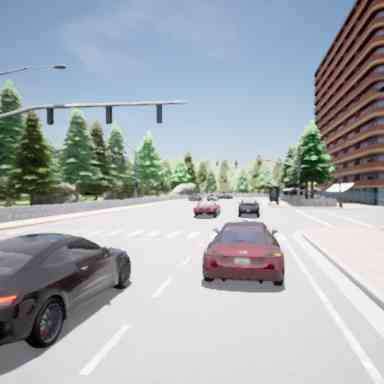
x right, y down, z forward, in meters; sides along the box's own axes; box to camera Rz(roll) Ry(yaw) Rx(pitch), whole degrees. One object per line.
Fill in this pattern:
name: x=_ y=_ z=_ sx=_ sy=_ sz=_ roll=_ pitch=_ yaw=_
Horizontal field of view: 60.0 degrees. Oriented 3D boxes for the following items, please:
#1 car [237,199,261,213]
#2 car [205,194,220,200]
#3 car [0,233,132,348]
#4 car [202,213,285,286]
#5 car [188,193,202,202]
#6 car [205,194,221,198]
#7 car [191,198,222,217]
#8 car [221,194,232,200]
car: x=5.129 y=1.361 z=30.007 sx=2.128 sy=1.511 sz=4.902 roll=0 pitch=0 yaw=10
car: x=4.948 y=1.142 z=80.272 sx=1.895 sy=1.301 sz=4.718 roll=0 pitch=0 yaw=26
car: x=-2.661 y=1.486 z=6.204 sx=1.812 sy=1.442 sz=4.674 roll=0 pitch=0 yaw=10
car: x=1.478 y=1.511 z=9.419 sx=1.994 sy=1.385 sz=4.181 roll=0 pitch=0 yaw=10
car: x=0.601 y=0.979 z=65.386 sx=2.097 sy=1.767 sz=4.553 roll=0 pitch=0 yaw=10
car: x=3.795 y=1.243 z=63.398 sx=1.895 sy=1.301 sz=4.718 roll=0 pitch=0 yaw=11
car: x=1.404 y=1.462 z=29.038 sx=1.895 sy=1.301 sz=4.718 roll=0 pitch=0 yaw=10
car: x=8.045 y=1.112 z=78.651 sx=1.994 sy=1.385 sz=4.181 roll=0 pitch=0 yaw=26
